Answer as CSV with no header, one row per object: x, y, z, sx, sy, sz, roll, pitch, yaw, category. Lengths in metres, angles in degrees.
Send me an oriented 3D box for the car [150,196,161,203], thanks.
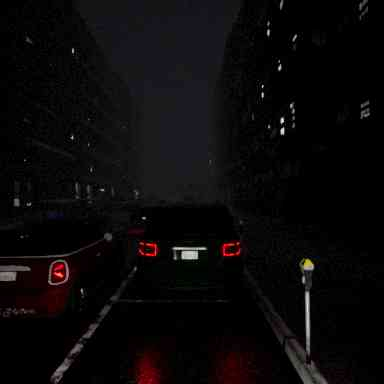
-8.321,1.725,76.059,1.887,1.381,4.507,1,0,0,car

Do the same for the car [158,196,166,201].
-8.323,1.847,92.652,1.802,1.307,4.206,1,0,0,car

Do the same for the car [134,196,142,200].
-8.313,1.379,42.876,2.192,1.841,5.009,1,0,0,car

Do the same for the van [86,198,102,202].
-8.313,1.368,26.285,1.690,1.788,3.998,1,0,0,van

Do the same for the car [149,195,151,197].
-8.320,1.660,53.938,1.947,1.339,4.313,1,0,0,car

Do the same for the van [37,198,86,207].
-8.312,1.359,20.753,1.690,1.788,3.998,2,0,0,van

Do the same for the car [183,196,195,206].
-0.471,1.553,59.411,1.967,1.590,4.097,1,0,0,car

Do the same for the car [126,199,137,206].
-3.020,1.499,23.404,1.882,1.535,5.008,0,0,0,car

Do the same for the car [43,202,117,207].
-5.870,1.505,18.187,2.128,1.511,4.902,0,0,0,car

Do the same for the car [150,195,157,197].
-8.315,1.471,70.528,2.192,1.841,5.009,1,0,0,car

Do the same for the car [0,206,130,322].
-2.923,1.356,7.390,2.097,1.767,4.553,0,0,0,car

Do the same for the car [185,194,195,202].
-0.470,1.521,81.536,2.192,1.841,5.009,1,0,0,car

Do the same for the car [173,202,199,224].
-0.437,1.572,26.224,1.887,1.381,4.507,1,0,0,car

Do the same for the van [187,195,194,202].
-0.471,1.575,87.068,1.690,1.788,3.998,1,0,0,van

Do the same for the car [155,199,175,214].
-2.934,1.574,36.667,1.812,1.442,4.674,0,0,0,car

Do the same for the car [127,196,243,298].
-0.039,1.233,8.683,2.150,2.045,5.566,0,0,0,car

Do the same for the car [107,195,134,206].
-8.313,1.365,37.346,2.192,1.841,5.009,1,0,0,car
